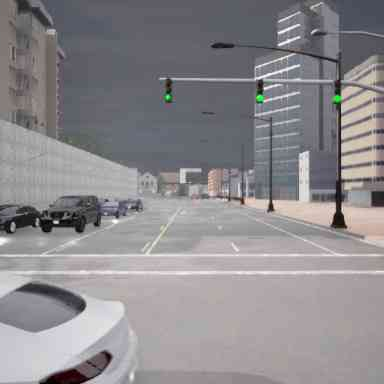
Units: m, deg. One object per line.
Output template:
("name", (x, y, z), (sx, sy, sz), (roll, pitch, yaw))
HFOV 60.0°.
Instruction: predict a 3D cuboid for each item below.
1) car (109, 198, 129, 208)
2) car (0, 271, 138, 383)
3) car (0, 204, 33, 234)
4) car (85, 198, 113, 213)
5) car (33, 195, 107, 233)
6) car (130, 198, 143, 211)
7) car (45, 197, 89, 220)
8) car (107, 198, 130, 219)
("car", (-10.577, 1.615, 48.456), (1.895, 1.301, 4.718), (0, 0, 0))
("car", (-2.890, 1.530, 3.211), (4.674, 1.442, 1.812), (0, 0, 0))
("car", (-10.609, 1.511, 19.511), (1.837, 1.490, 4.892), (0, 0, 0))
("car", (-10.610, 1.516, 38.396), (1.837, 1.490, 4.892), (0, 0, 0))
("car", (-7.105, 1.227, 20.142), (2.150, 2.045, 5.566), (0, 0, 0))
("car", (-7.108, 1.503, 40.125), (2.128, 1.511, 4.902), (0, 0, 0))
("car", (-10.612, 1.360, 28.578), (2.097, 1.767, 4.553), (0, 0, 0))
("car", (-7.111, 1.534, 29.783), (1.812, 1.442, 4.674), (0, 0, 0))
